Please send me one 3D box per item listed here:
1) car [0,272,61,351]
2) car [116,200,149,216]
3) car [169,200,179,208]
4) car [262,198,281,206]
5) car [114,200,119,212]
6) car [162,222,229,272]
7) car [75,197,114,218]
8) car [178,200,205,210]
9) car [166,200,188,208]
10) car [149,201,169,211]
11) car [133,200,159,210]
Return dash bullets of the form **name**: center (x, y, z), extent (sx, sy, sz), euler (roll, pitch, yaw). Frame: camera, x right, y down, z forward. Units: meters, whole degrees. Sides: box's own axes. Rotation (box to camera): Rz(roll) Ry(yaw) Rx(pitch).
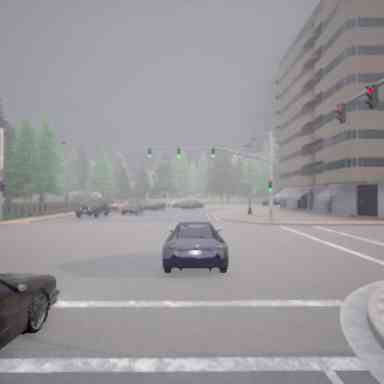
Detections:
- **car**: center (-3.406, 1.590, 3.825), extent (2.033, 1.411, 5.357), euler (0, -1, 0)
- **car**: center (-6.882, 1.964, 39.083), extent (2.033, 1.411, 5.357), euler (0, -1, 2)
- **car**: center (-1.750, 2.184, 58.249), extent (1.994, 1.385, 4.181), euler (0, -1, 28)
- **car**: center (17.558, 2.120, 71.981), extent (4.553, 1.767, 2.097), euler (0, -1, -22)
- **car**: center (-9.643, 1.830, 44.857), extent (2.097, 1.767, 4.553), euler (0, -1, 8)
- **car**: center (0.099, 1.694, 11.310), extent (1.994, 1.385, 4.181), euler (0, -1, 0)
- **car**: center (-10.455, 1.600, 35.424), extent (2.150, 2.045, 5.566), euler (0, -1, 2)
- **car**: center (0.325, 2.128, 54.517), extent (2.033, 1.411, 5.357), euler (0, -1, 26)
- **car**: center (-2.803, 2.201, 63.427), extent (1.812, 1.442, 4.674), euler (0, -1, 34)
- **car**: center (-5.425, 1.999, 48.954), extent (1.882, 1.535, 5.008), euler (0, -1, 15)
- **car**: center (-7.414, 2.126, 54.287), extent (2.033, 1.411, 5.357), euler (0, -1, 21)
